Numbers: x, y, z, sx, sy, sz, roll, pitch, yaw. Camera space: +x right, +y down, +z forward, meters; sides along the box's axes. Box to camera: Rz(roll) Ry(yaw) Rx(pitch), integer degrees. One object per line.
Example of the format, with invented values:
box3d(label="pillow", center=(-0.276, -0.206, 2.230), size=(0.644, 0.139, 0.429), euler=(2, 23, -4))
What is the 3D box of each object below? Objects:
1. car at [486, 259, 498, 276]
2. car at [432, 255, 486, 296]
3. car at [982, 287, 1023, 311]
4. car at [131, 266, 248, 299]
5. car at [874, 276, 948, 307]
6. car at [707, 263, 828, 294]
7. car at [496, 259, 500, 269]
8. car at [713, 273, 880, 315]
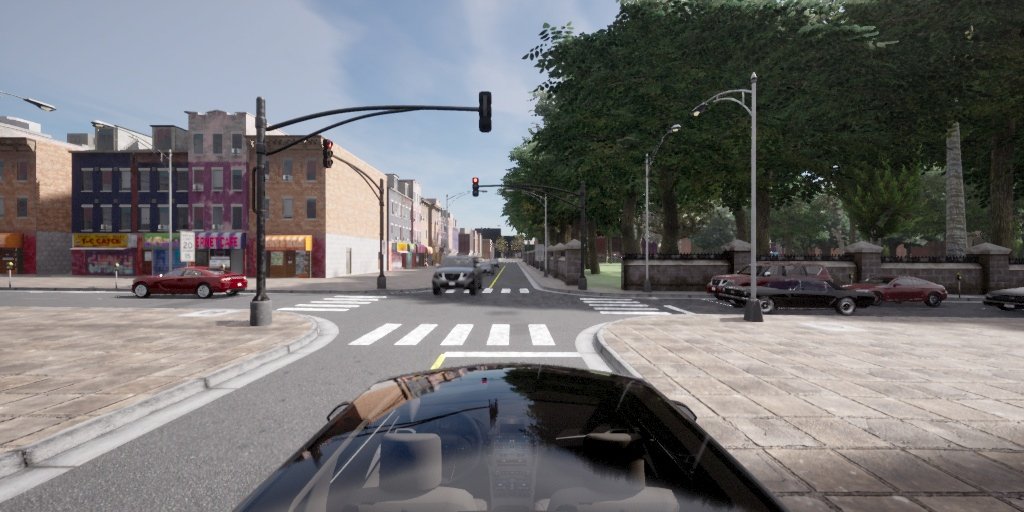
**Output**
box3d(label="car", center=(-2.850, 1.316, 37.451), size=(1.994, 1.385, 4.181), euler=(0, 0, 0))
box3d(label="car", center=(-2.852, 0.977, 19.816), size=(2.150, 2.045, 5.566), euler=(0, 0, 0))
box3d(label="car", center=(21.801, 1.562, 13.773), size=(5.357, 1.411, 2.033), euler=(1, 0, 0))
box3d(label="car", center=(-14.717, 1.153, 16.439), size=(4.507, 1.381, 1.888), euler=(0, 0, 0))
box3d(label="car", center=(17.159, 1.538, 16.331), size=(4.207, 1.307, 1.802), euler=(0, 0, 0))
box3d(label="car", center=(11.711, 1.207, 16.349), size=(5.009, 1.841, 2.192), euler=(0, 0, 0))
box3d(label="car", center=(-2.819, 1.239, 55.695), size=(1.837, 1.490, 4.892), euler=(0, -1, 0))
box3d(label="car", center=(10.765, 1.487, 13.861), size=(4.718, 1.301, 1.895), euler=(1, 0, 2))
